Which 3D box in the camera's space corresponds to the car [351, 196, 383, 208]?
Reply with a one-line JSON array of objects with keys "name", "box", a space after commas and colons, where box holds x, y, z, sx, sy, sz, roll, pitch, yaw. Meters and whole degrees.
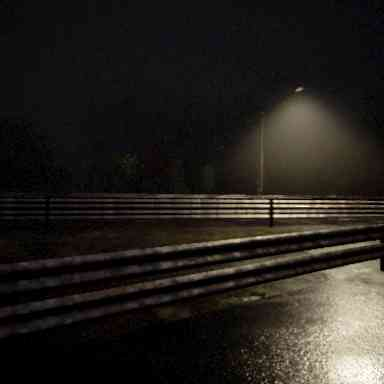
[{"name": "car", "box": [15.028, 1.135, 24.754, 5.357, 1.411, 2.033, 1, 0, -14]}]

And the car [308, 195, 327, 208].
[{"name": "car", "box": [13.365, 1.071, 31.554, 4.892, 1.490, 1.837, 1, 0, -14]}]

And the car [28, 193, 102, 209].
[{"name": "car", "box": [-8.454, 0.822, 22.367, 4.674, 1.442, 1.812, 1, 0, -14]}]

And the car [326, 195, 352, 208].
[{"name": "car", "box": [14.214, 1.104, 28.160, 4.674, 1.442, 1.812, 1, 0, -14]}]
